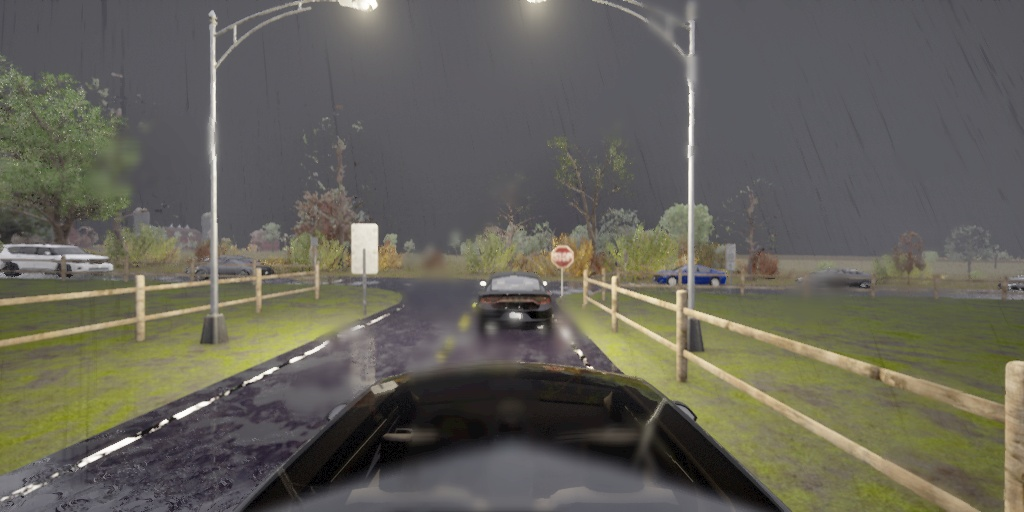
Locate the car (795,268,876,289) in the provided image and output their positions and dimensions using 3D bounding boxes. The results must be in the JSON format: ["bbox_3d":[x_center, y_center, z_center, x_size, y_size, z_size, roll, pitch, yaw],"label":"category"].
[{"bbox_3d":[23.573,1.646,26.210,4.902,1.511,2.128,1,1,0],"label":"car"}]

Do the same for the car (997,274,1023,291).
[{"bbox_3d":[38.724,1.966,26.196,4.902,1.511,2.128,1,1,0],"label":"car"}]

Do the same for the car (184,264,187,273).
[{"bbox_3d":[-21.043,0.686,26.187,4.902,1.511,2.128,1,1,0],"label":"car"}]

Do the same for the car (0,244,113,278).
[{"bbox_3d":[-29.467,0.285,23.232,5.566,2.045,2.150,1,1,0],"label":"car"}]

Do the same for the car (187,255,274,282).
[{"bbox_3d":[-17.902,0.877,23.243,4.181,1.385,1.994,1,1,0],"label":"car"}]

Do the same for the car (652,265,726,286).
[{"bbox_3d":[12.881,1.404,26.172,5.008,1.535,1.882,1,1,-1],"label":"car"}]

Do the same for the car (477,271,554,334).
[{"bbox_3d":[0.058,1.187,10.534,1.882,1.535,5.008,0,0,-1],"label":"car"}]
